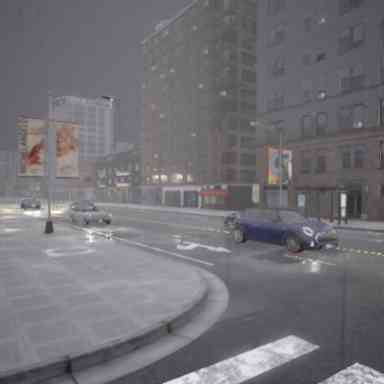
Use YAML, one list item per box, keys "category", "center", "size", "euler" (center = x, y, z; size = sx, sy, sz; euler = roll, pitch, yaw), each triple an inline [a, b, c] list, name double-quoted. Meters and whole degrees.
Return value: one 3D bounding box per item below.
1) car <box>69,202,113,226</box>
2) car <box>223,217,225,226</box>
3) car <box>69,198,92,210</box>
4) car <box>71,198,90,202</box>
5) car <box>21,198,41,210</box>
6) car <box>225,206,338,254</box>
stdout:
- category: "car"
  center: [-7.527, 1.685, 24.587]
  size: [1.895, 1.301, 4.718]
  euler: [1, 0, -36]
- category: "car"
  center: [3.911, 1.638, 20.153]
  size: [1.837, 1.490, 4.892]
  euler: [1, 0, -36]
- category: "car"
  center: [-16.216, 1.667, 48.161]
  size: [1.837, 1.490, 4.892]
  euler: [1, 0, -36]
- category: "car"
  center: [-11.943, 1.612, 36.324]
  size: [2.128, 1.511, 4.902]
  euler: [1, 0, -36]
- category: "car"
  center: [-21.402, 1.601, 44.052]
  size: [2.128, 1.511, 4.902]
  euler: [1, -1, -35]
- category: "car"
  center: [3.852, 1.457, 14.324]
  size: [2.097, 1.767, 4.553]
  euler: [1, 0, -36]
